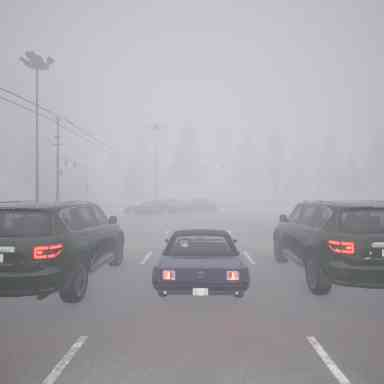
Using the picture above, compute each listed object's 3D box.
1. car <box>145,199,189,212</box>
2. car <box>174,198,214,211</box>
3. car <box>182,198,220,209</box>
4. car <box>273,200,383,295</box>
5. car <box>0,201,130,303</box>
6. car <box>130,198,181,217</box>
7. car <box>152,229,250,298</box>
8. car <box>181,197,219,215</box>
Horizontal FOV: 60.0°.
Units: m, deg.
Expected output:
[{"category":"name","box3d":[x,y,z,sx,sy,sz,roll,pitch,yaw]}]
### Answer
[{"category":"car","box3d":[-2.772,1.507,37.690,4.892,1.490,1.837,0,0,2]},{"category":"car","box3d":[0.249,1.494,41.111,4.902,1.511,2.128,0,0,2]},{"category":"car","box3d":[1.189,1.507,44.587,4.892,1.490,1.837,0,0,2]},{"category":"car","box3d":[3.729,1.222,8.827,2.150,2.045,5.566,0,0,1]},{"category":"car","box3d":[-3.284,1.222,8.358,2.150,2.045,5.566,0,0,1]},{"category":"car","box3d":[-3.790,1.479,30.715,5.008,1.535,1.882,0,0,2]},{"category":"car","box3d":[0.223,1.601,8.516,1.895,1.301,4.718,0,0,1]},{"category":"car","box3d":[0.208,1.493,34.107,4.902,1.511,2.128,0,0,2]}]
